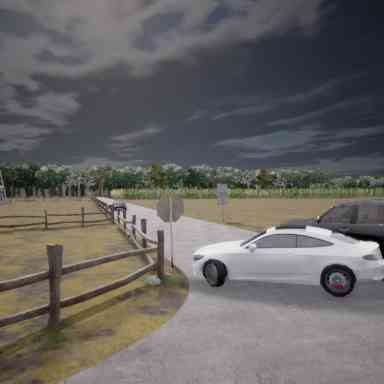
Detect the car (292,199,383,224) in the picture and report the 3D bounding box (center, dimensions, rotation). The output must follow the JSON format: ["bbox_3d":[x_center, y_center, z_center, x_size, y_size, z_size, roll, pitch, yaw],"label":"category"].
[{"bbox_3d":[5.105,1.229,9.819,2.150,2.045,5.566,-2,0,-40],"label":"car"}]

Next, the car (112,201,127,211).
[{"bbox_3d":[-10.849,1.983,49.470,2.033,1.411,5.357,-2,0,-18],"label":"car"}]

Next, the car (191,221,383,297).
[{"bbox_3d":[2.285,1.613,8.558,4.674,1.442,1.812,-2,0,20],"label":"car"}]
